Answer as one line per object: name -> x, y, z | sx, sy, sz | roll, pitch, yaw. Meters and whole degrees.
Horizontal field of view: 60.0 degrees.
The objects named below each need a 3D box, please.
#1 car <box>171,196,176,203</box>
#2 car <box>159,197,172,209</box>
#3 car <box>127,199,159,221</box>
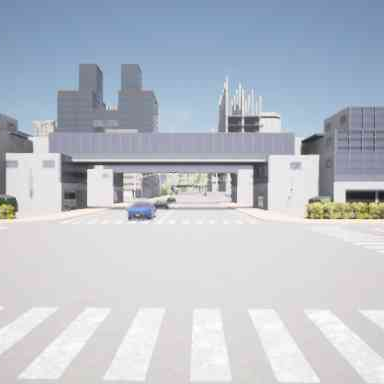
car -> -4.267, 1.624, 69.344 | 1.994, 1.385, 4.181 | 0, 0, 0
car -> -4.230, 1.697, 46.197 | 1.895, 1.301, 4.718 | 0, 0, 0
car -> -4.197, 1.543, 28.248 | 1.882, 1.535, 5.008 | 0, 0, 0
